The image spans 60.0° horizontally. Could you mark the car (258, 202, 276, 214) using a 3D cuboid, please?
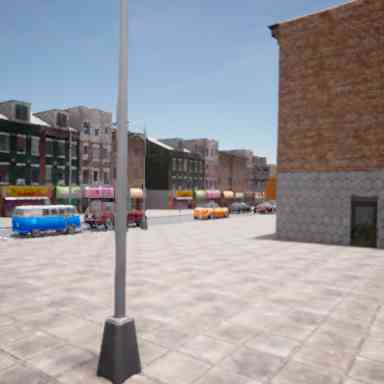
[{"bbox_3d":[10.140,2.354,46.669,1.887,1.381,4.507,0,-1,36],"label":"car"}]

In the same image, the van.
[{"bbox_3d":[-8.754,1.706,20.308,1.690,1.788,3.998,0,-1,36],"label":"van"}]

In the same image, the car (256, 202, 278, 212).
[{"bbox_3d":[12.311,2.390,54.203,1.812,1.442,4.674,1,0,36],"label":"car"}]

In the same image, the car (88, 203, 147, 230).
[{"bbox_3d":[-5.605,1.751,24.702,2.192,1.841,5.009,0,-1,36],"label":"car"}]

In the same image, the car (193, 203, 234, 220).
[{"bbox_3d":[2.115,1.967,35.256,2.097,1.767,4.553,1,0,36],"label":"car"}]

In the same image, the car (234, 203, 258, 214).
[{"bbox_3d":[6.817,2.219,46.453,2.128,1.511,4.902,1,0,36],"label":"car"}]
